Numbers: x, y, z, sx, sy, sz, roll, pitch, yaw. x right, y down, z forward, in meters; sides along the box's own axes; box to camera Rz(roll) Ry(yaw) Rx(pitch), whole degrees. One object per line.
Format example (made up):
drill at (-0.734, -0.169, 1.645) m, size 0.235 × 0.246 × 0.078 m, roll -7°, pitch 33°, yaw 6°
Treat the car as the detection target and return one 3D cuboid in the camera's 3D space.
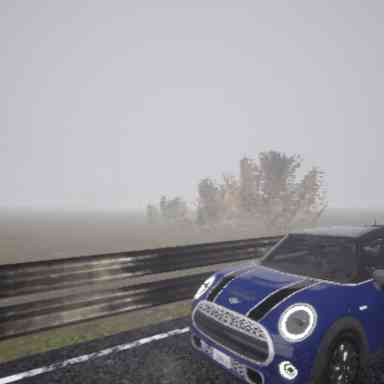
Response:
car at (2.180, 1.380, 5.238) m, size 4.553 × 1.767 × 2.097 m, roll 0°, pitch 0°, yaw -36°
